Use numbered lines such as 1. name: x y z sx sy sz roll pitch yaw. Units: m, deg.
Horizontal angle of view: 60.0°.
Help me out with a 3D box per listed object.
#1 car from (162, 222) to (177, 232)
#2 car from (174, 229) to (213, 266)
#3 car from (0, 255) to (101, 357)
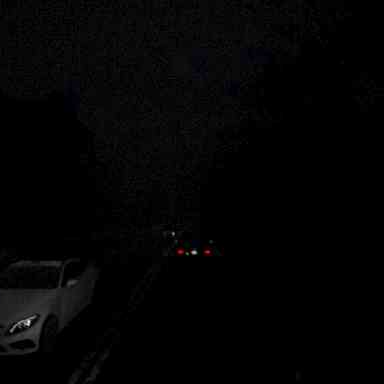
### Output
1. car: -3.268 5.156 49.363 1.994 1.385 4.181 0 -5 0
2. car: 0.095 2.849 16.980 2.033 1.411 5.357 0 -4 0
3. car: -3.353 2.207 7.353 1.812 1.442 4.674 0 -4 0
